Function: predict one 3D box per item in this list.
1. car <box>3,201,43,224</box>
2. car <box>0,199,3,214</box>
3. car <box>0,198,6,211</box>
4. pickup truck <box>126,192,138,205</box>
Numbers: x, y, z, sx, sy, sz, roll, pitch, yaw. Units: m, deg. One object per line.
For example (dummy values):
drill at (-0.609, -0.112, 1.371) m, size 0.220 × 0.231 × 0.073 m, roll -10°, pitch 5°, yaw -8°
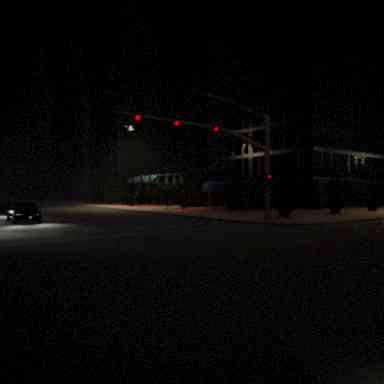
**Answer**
car at (-12.629, 1.500, 25.008) m, size 1.837 × 1.490 × 4.892 m, roll 0°, pitch 0°, yaw -36°
car at (-18.554, 1.559, 33.137) m, size 1.994 × 1.385 × 4.181 m, roll 0°, pitch 0°, yaw -36°
car at (-24.660, 1.500, 41.540) m, size 1.837 × 1.490 × 4.892 m, roll 0°, pitch 0°, yaw -36°
pickup truck at (-9.407, 1.036, 54.906) m, size 2.390 × 2.098 × 6.274 m, roll 0°, pitch 0°, yaw -6°
